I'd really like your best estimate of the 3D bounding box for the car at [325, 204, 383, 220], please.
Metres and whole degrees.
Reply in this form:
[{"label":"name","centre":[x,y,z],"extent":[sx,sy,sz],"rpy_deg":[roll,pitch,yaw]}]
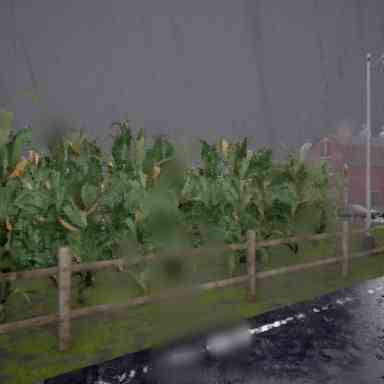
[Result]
[{"label":"car","centre":[14.750,1.812,30.989],"extent":[2.033,1.411,5.357],"rpy_deg":[1,-1,-31]}]
